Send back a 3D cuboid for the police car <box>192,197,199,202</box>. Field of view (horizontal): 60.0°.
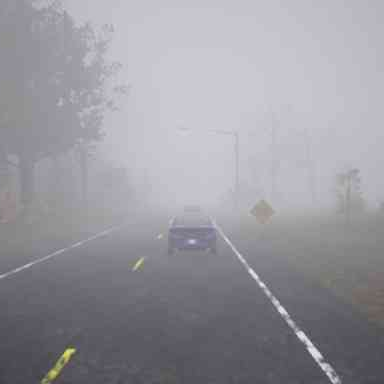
[{"bbox_3d":[1.064,2.169,92.087,1.930,1.638,5.238,0,0,0],"label":"police car"}]

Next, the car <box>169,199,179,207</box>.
[{"bbox_3d":[-3.501,2.102,64.917,2.033,1.411,5.357,0,0,0],"label":"car"}]

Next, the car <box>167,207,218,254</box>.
[{"bbox_3d":[0.031,1.612,14.217,1.882,1.535,5.008,0,0,1],"label":"car"}]

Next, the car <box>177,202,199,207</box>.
[{"bbox_3d":[0.025,1.826,28.555,1.994,1.385,4.181,0,0,1],"label":"car"}]

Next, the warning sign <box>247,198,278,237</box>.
[{"bbox_3d":[3.569,1.275,16.954,1.300,1.860,1.060,1,0,0],"label":"warning sign"}]
